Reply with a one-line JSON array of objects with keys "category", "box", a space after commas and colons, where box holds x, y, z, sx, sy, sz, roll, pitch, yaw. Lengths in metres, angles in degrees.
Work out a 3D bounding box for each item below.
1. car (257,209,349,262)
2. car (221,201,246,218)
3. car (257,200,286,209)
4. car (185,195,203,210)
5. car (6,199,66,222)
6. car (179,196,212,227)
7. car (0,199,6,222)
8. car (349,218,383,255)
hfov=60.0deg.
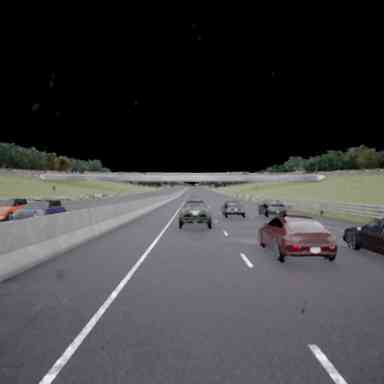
[{"category": "car", "box": [3.681, 1.556, 12.158, 1.812, 1.442, 4.674, 0, 0, 0]}, {"category": "car", "box": [3.736, 1.544, 30.672, 2.033, 1.411, 5.357, 0, 0, 0]}, {"category": "car", "box": [7.233, 1.500, 30.407, 2.128, 1.511, 4.902, 0, 0, 0]}, {"category": "car", "box": [0.252, 1.289, 41.820, 2.097, 1.767, 4.553, 0, 0, 0]}, {"category": "car", "box": [-10.481, 1.328, 23.161, 2.097, 1.767, 4.553, 0, 0, 0]}, {"category": "car", "box": [0.212, 1.361, 22.729, 2.097, 1.767, 4.553, 0, 0, 0]}, {"category": "car", "box": [-13.976, 1.312, 25.162, 2.097, 1.767, 4.553, 0, 0, 0]}, {"category": "car", "box": [7.166, 1.588, 11.400, 2.033, 1.411, 5.357, 0, 0, 0]}]
